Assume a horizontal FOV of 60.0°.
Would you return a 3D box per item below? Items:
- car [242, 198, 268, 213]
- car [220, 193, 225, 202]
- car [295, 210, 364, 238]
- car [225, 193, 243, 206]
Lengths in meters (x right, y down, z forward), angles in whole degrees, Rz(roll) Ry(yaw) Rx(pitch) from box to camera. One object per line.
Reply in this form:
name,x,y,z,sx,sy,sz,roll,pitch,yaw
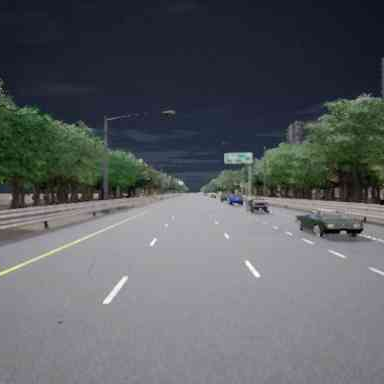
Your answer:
car,7.090,1.506,36.691,1.837,1.490,4.892,0,0,0
car,7.320,1.199,73.023,2.150,2.045,5.566,0,0,0
car,7.026,1.602,17.648,1.895,1.301,4.718,0,0,0
car,7.192,1.234,55.440,2.150,2.045,5.566,0,0,0
